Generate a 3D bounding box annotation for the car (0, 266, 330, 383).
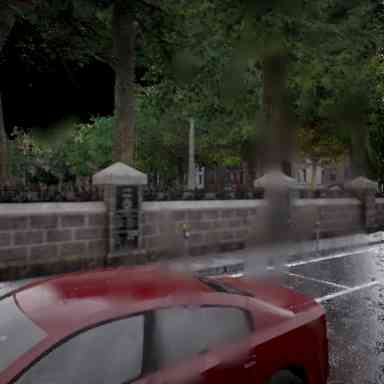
[{"bbox_3d":[-0.929,1.479,2.716,5.008,1.535,1.882,0,0,-35],"label":"car"}]
